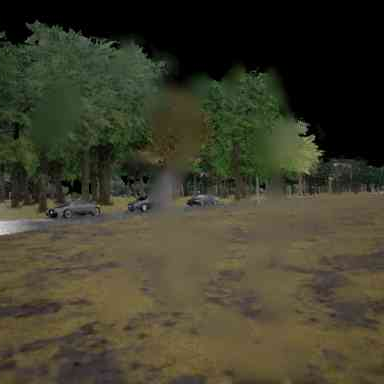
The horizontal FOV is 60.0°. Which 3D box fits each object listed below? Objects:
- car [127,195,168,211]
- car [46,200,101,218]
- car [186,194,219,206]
[{"bbox_3d":[-4.481,1.133,33.830,1.837,1.490,4.892,-3,-1,35],"label":"car"},{"bbox_3d":[-9.467,1.330,26.744,1.994,1.385,4.181,-3,-1,36],"label":"car"},{"bbox_3d":[1.463,1.018,42.227,2.033,1.411,5.357,-3,-1,35],"label":"car"}]
